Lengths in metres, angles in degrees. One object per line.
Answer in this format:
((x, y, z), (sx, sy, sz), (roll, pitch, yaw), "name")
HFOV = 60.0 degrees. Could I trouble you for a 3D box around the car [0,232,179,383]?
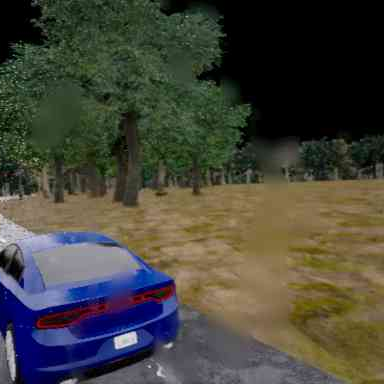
((-2.176, 1.406, 5.490), (1.882, 1.535, 5.008), (-3, 2, -36), "car")
